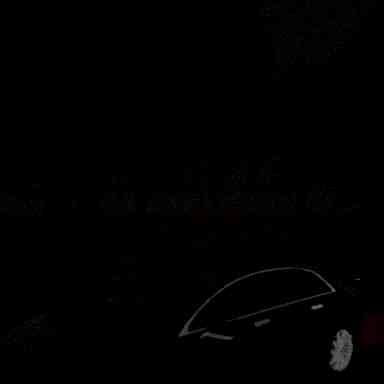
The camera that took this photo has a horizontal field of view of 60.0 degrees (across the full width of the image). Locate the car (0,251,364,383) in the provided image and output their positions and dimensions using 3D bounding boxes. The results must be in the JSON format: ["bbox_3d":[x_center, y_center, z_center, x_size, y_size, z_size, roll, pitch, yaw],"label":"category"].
[{"bbox_3d":[0.272,1.585,4.204,4.892,1.490,1.837,3,-2,-35],"label":"car"}]
